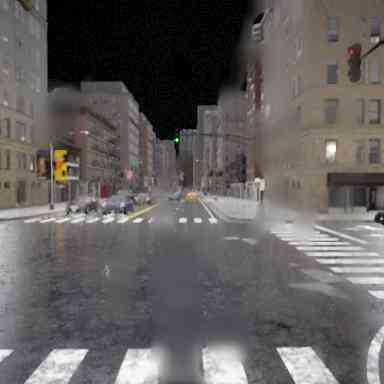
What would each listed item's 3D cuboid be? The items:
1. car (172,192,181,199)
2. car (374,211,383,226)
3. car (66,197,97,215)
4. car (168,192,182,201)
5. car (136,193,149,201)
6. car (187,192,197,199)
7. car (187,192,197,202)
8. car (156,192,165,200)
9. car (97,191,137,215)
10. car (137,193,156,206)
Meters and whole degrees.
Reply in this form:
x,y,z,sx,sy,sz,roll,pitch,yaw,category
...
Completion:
x,y,z,sx,sy,sz,roll,pitch,yaw,category
-3.227,0.742,70.782,1.812,1.442,4.674,0,0,0,car
12.556,1.310,18.549,4.181,1.385,1.994,0,1,0,car
-9.833,1.183,30.178,2.128,1.511,4.902,0,1,0,car
-3.229,0.990,60.748,1.994,1.385,4.181,0,0,0,car
-9.728,0.949,65.785,1.812,1.442,4.674,0,0,0,car
0.023,0.743,70.781,2.128,1.511,4.902,0,0,0,car
0.020,0.906,60.363,1.882,1.535,5.008,0,0,0,car
-6.478,0.741,65.812,2.097,1.767,4.553,0,0,0,car
-6.583,1.047,29.841,2.097,1.767,4.553,0,1,0,car
-6.555,0.901,45.610,2.097,1.767,4.553,0,1,0,car
